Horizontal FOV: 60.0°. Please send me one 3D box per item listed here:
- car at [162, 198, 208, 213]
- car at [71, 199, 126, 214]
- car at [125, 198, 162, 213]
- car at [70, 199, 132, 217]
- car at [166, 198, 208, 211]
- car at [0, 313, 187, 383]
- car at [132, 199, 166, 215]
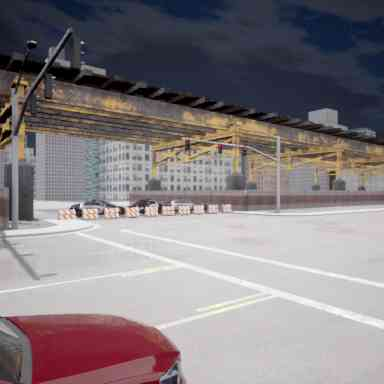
[{"bbox_3d":[-0.804,1.453,36.824,4.974,1.542,2.038,0,0,-7],"label":"car"},{"bbox_3d":[-8.491,1.295,30.363,4.536,1.218,1.853,0,0,8],"label":"car"},{"bbox_3d":[-4.687,1.295,33.102,1.853,1.218,4.536,0,0,18],"label":"car"},{"bbox_3d":[-8.440,1.453,30.356,4.974,1.542,2.038,0,0,8],"label":"car"},{"bbox_3d":[-0.855,1.295,36.817,4.536,1.218,1.853,0,0,-7],"label":"car"},{"bbox_3d":[-2.195,1.526,2.201,4.674,1.442,1.812,0,0,-35],"label":"car"},{"bbox_3d":[-4.703,1.453,33.052,2.038,1.542,4.974,0,0,18],"label":"car"}]
